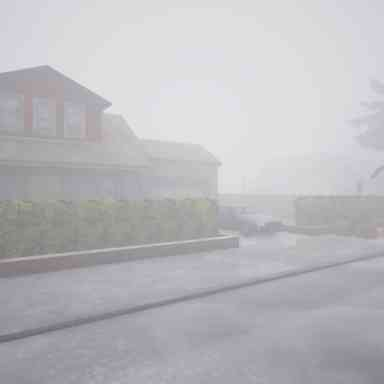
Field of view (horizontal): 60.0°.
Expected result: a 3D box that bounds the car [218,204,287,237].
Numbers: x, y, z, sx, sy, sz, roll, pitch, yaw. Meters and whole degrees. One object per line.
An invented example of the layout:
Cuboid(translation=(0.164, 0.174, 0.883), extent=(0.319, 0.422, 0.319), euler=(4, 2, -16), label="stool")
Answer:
Cuboid(translation=(2.261, 1.356, 17.010), extent=(2.033, 1.415, 5.357), euler=(0, 0, -33), label="car")
